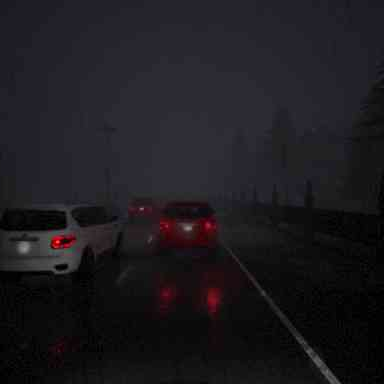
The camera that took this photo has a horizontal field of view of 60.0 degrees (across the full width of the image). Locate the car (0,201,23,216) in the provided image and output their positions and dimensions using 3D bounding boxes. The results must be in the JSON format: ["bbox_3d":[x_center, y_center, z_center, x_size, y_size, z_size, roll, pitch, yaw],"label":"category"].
[{"bbox_3d":[-21.962,1.911,38.822,2.128,1.511,4.902,0,-1,-2],"label":"car"}]

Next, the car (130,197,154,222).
[{"bbox_3d":[-4.014,1.461,28.850,2.150,2.045,5.566,0,-1,-1],"label":"car"}]

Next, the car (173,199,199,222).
[{"bbox_3d":[-0.531,1.580,29.661,2.097,1.767,4.553,0,0,-1],"label":"car"}]

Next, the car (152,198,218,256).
[{"bbox_3d":[-0.185,1.326,13.712,2.150,2.045,5.566,0,-1,-1],"label":"car"}]

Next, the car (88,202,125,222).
[{"bbox_3d":[-7.533,1.760,29.775,2.128,1.511,4.902,0,0,-1],"label":"car"}]

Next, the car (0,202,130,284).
[{"bbox_3d":[-3.650,1.318,10.071,2.150,2.045,5.566,0,-1,2],"label":"car"}]
